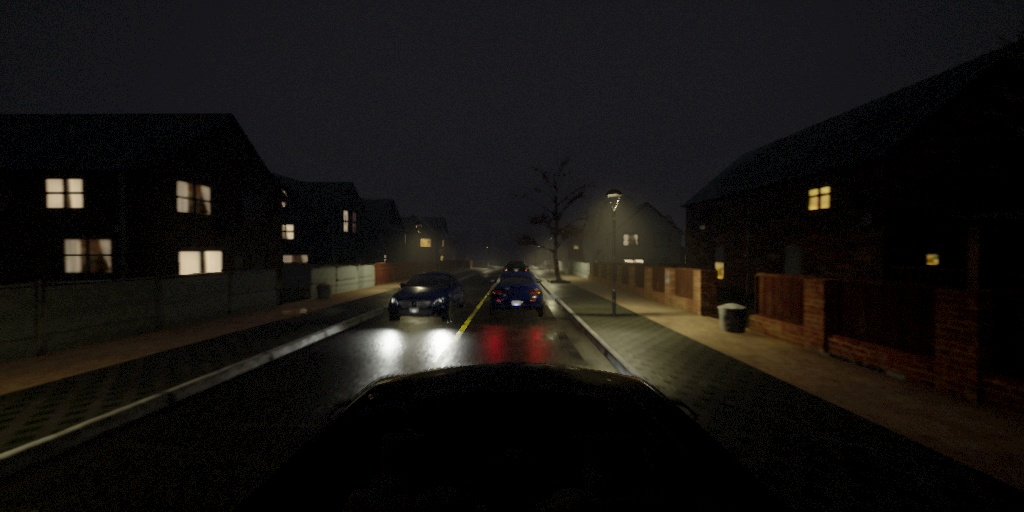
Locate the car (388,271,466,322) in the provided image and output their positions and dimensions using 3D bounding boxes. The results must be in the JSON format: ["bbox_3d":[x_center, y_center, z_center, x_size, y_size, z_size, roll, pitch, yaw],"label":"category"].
[{"bbox_3d":[-2.745,1.283,12.484,1.812,1.442,4.674,0,0,1],"label":"car"}]

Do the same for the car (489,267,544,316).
[{"bbox_3d":[0.153,1.286,13.385,1.812,1.442,4.674,0,0,0],"label":"car"}]

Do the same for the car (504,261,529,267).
[{"bbox_3d":[0.369,1.165,29.867,2.097,1.767,4.553,0,0,1],"label":"car"}]
